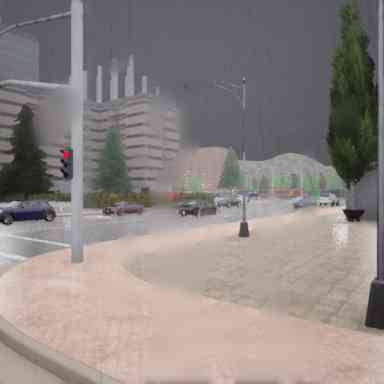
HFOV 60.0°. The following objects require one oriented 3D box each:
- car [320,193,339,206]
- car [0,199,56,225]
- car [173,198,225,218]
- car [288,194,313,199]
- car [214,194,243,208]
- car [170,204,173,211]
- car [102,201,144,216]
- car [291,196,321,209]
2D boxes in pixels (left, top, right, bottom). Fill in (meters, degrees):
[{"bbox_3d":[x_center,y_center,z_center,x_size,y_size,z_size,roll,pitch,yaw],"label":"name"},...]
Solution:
[{"bbox_3d":[22.085,1.221,53.721,2.150,2.045,5.566,0,0,36],"label":"car"},{"bbox_3d":[-12.480,1.352,24.376,2.097,1.767,4.553,0,0,36],"label":"car"},{"bbox_3d":[0.730,1.505,30.303,1.837,1.490,4.892,0,0,36],"label":"car"},{"bbox_3d":[17.609,1.526,53.519,1.812,1.442,4.674,0,0,36],"label":"car"},{"bbox_3d":[5.484,1.505,49.009,1.837,1.490,4.892,0,0,37],"label":"car"},{"bbox_3d":[-0.665,1.601,40.619,1.895,1.301,4.718,0,0,36],"label":"car"},{"bbox_3d":[-6.636,1.564,32.426,1.994,1.385,4.181,0,0,36],"label":"car"},{"bbox_3d":[15.253,1.564,44.340,1.994,1.385,4.181,0,0,37],"label":"car"}]
